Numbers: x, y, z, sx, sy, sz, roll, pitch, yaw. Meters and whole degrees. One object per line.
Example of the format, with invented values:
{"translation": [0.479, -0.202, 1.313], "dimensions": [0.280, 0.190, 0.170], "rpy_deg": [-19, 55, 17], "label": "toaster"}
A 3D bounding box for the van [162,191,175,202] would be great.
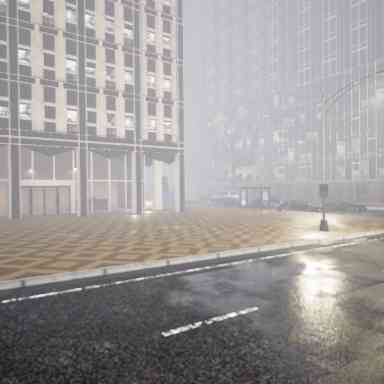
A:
{"translation": [-4.033, 1.013, 59.593], "dimensions": [1.690, 1.788, 3.998], "rpy_deg": [0, 1, -34], "label": "van"}

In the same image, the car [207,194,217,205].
{"translation": [4.922, 1.348, 51.130], "dimensions": [1.895, 1.301, 4.718], "rpy_deg": [-1, 1, -34], "label": "car"}

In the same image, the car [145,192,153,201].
{"translation": [-10.468, 1.116, 68.965], "dimensions": [2.008, 1.369, 4.403], "rpy_deg": [0, 1, -34], "label": "car"}

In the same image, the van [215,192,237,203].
{"translation": [6.093, 0.951, 59.649], "dimensions": [1.690, 1.788, 3.998], "rpy_deg": [0, 1, -34], "label": "van"}

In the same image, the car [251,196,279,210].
{"translation": [8.742, 1.462, 40.792], "dimensions": [1.802, 1.307, 4.206], "rpy_deg": [0, 1, -34], "label": "car"}

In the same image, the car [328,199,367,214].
{"translation": [16.036, 1.488, 34.926], "dimensions": [1.994, 1.385, 4.181], "rpy_deg": [-1, 1, -35], "label": "car"}

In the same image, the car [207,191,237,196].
{"translation": [5.484, 0.894, 55.930], "dimensions": [2.150, 2.045, 5.566], "rpy_deg": [-1, 1, -34], "label": "car"}

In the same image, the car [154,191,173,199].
{"translation": [-6.776, 0.713, 78.391], "dimensions": [2.192, 1.841, 5.009], "rpy_deg": [0, 1, -34], "label": "car"}

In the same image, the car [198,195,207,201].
{"translation": [2.876, 1.140, 64.337], "dimensions": [1.802, 1.307, 4.206], "rpy_deg": [0, 1, -34], "label": "car"}

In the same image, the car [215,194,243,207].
{"translation": [5.573, 1.394, 45.510], "dimensions": [1.947, 1.339, 4.313], "rpy_deg": [0, 1, -34], "label": "car"}

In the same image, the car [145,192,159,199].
{"translation": [-9.993, 0.784, 83.077], "dimensions": [1.967, 1.590, 4.097], "rpy_deg": [0, 1, -34], "label": "car"}

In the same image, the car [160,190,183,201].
{"translation": [-4.380, 0.731, 70.288], "dimensions": [2.150, 2.045, 5.566], "rpy_deg": [-1, 1, -34], "label": "car"}

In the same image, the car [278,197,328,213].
{"translation": [11.945, 1.498, 36.095], "dimensions": [1.947, 1.339, 4.313], "rpy_deg": [0, 1, -34], "label": "car"}
